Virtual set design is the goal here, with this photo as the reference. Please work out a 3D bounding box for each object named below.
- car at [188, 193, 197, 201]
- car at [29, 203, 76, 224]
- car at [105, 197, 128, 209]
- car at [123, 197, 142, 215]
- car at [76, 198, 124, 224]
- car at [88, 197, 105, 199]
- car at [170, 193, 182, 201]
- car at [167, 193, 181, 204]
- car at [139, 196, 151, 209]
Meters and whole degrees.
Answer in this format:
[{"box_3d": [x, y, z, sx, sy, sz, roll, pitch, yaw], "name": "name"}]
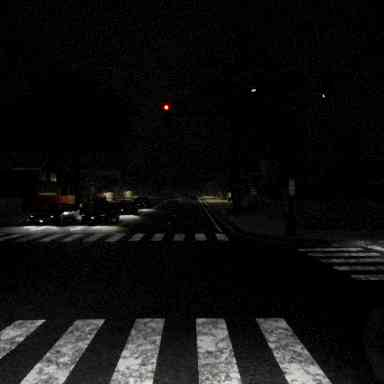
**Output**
[{"box_3d": [0.093, 0.936, 67.084, 1.882, 1.535, 5.008, 0, 1, 0], "name": "car"}, {"box_3d": [-9.855, 1.512, 24.405, 2.033, 1.411, 5.357, 0, 0, 0], "name": "car"}, {"box_3d": [-9.847, 1.432, 43.836, 1.895, 1.301, 4.718, 0, 1, 0], "name": "car"}, {"box_3d": [-6.601, 1.500, 33.381, 1.994, 1.385, 4.181, 0, 0, 0], "name": "car"}, {"box_3d": [-6.603, 1.469, 24.484, 1.837, 1.490, 4.892, 0, 0, 0], "name": "car"}, {"box_3d": [-9.853, 1.286, 33.789, 2.097, 1.767, 4.553, 0, 0, 0], "name": "car"}, {"box_3d": [-3.160, 0.938, 67.773, 2.128, 1.511, 4.902, 0, 1, 0], "name": "car"}, {"box_3d": [-3.157, 1.242, 55.953, 1.895, 1.301, 4.718, 0, 1, 0], "name": "car"}, {"box_3d": [-6.595, 1.337, 43.785, 1.837, 1.490, 4.892, 0, 1, 0], "name": "car"}]
